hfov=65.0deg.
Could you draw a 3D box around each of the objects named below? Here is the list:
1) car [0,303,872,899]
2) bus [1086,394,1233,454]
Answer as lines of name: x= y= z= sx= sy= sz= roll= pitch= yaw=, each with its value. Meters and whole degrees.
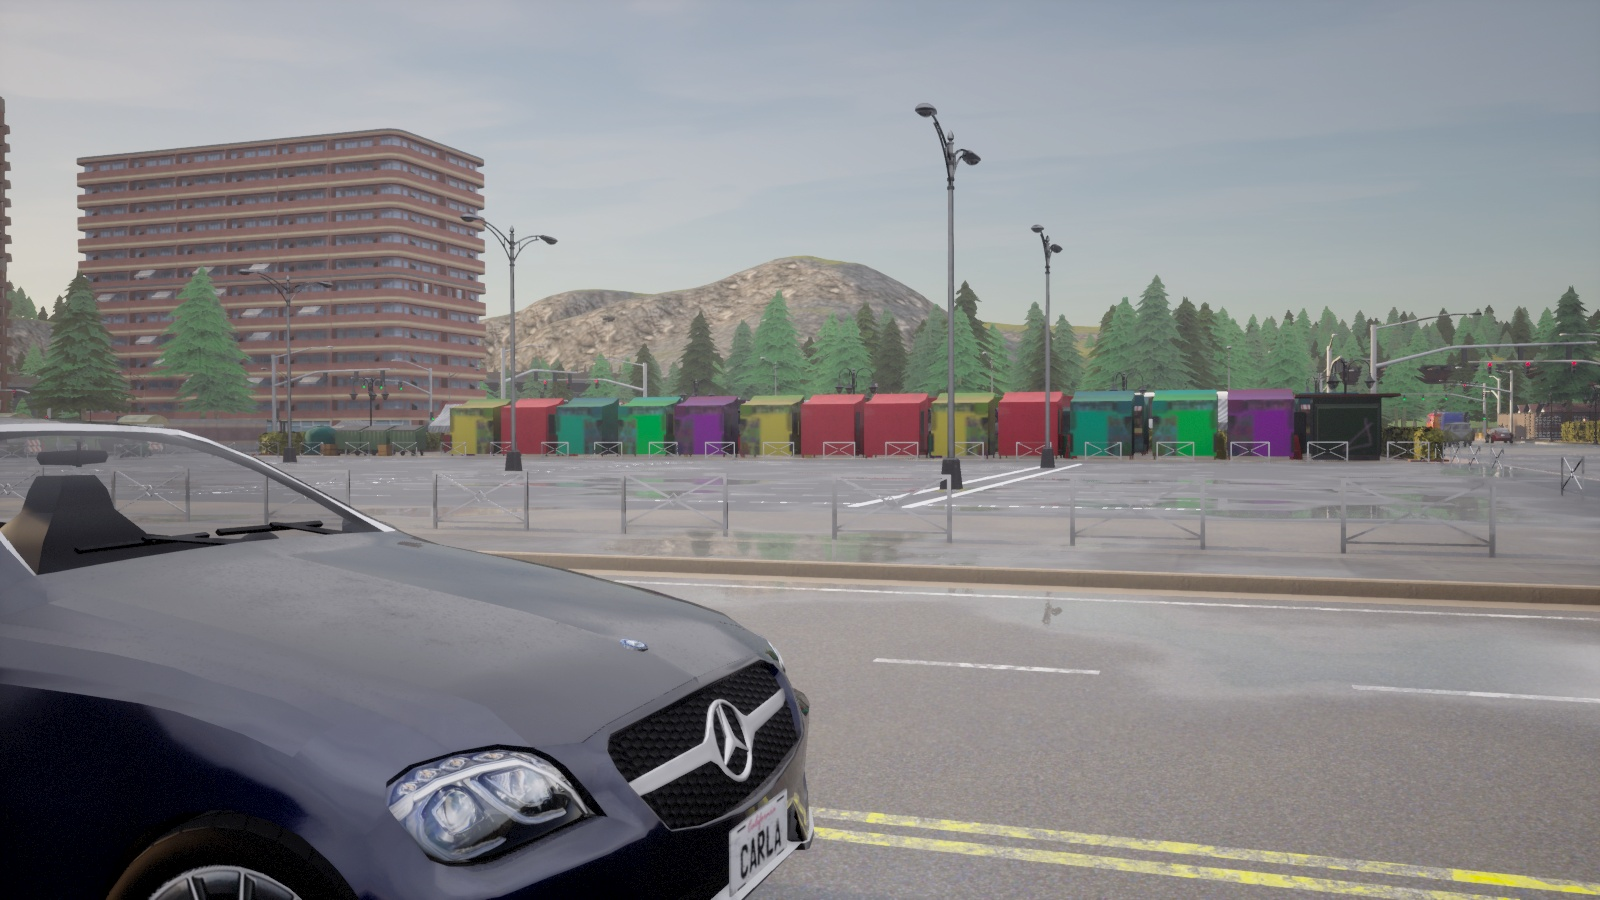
car: x=-2.485 y=0.531 z=4.025 sx=5.027 sy=1.651 sz=2.152 roll=1 pitch=1 yaw=19
bus: x=26.696 y=-1.944 z=93.320 sx=10.273 sy=4.253 sz=3.944 roll=1 pitch=1 yaw=19
